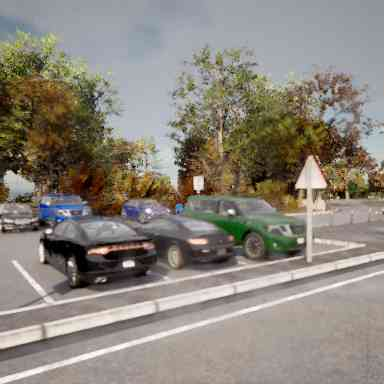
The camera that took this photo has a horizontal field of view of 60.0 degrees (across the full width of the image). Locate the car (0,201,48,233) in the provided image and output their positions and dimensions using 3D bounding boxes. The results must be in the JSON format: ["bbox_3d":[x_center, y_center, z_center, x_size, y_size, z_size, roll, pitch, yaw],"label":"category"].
[{"bbox_3d":[-10.286,1.415,19.383,2.231,1.521,4.892,0,0,-36],"label":"car"}]

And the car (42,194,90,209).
[{"bbox_3d":[-8.082,1.161,20.942,2.435,2.045,5.566,0,0,-36],"label":"car"}]

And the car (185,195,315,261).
[{"bbox_3d":[1.764,1.161,12.552,2.435,2.045,5.566,0,0,-36],"label":"car"}]

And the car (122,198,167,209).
[{"bbox_3d":[-3.384,1.273,24.310,2.185,1.767,4.553,1,0,-36],"label":"car"}]

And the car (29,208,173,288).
[{"bbox_3d":[-2.824,1.418,9.250,2.097,1.535,5.008,0,0,-36],"label":"car"}]

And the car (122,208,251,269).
[{"bbox_3d":[-0.537,1.456,10.914,2.002,1.452,4.674,0,0,-36],"label":"car"}]
